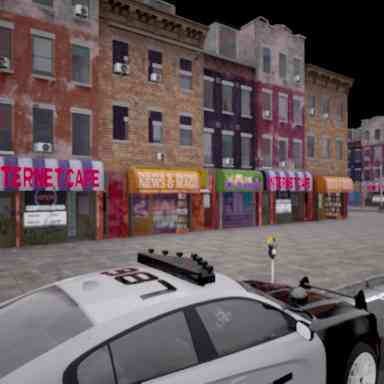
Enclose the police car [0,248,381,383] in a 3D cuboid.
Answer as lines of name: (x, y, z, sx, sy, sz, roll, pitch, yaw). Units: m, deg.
police car: (-0.050, 1.424, 3.223, 5.238, 1.638, 1.930, 0, 0, -35)
